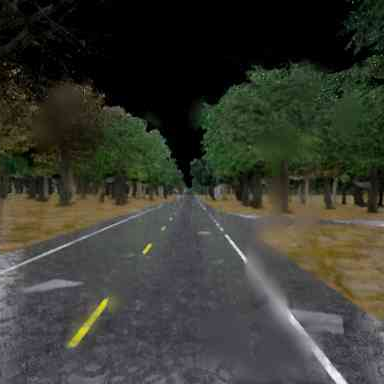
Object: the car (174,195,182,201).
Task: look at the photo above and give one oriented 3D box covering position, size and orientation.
[{"bbox_3d":[-3.496,1.383,83.155,2.128,1.511,4.902,0,0,0],"label":"car"}]
